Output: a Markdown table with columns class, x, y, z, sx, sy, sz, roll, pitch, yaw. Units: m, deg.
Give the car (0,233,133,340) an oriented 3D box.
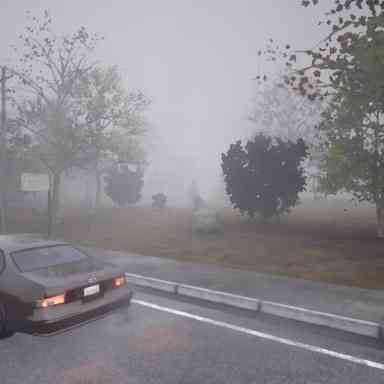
| class | x | y | z | sx | sy | sz | roll | pitch | yaw |
| --- | --- | --- | --- | --- | --- | --- | --- | --- | --- |
| car | -3.579 | 1.547 | 6.535 | 5.357 | 1.411 | 2.033 | 0 | 0 | 35 |
